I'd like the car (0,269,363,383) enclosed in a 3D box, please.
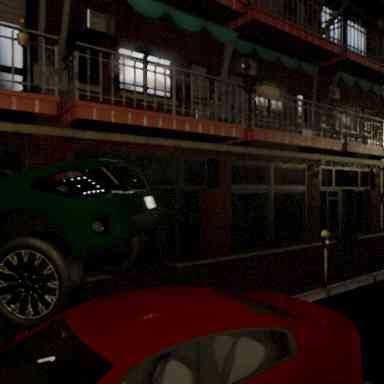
[{"bbox_3d":[-0.480,1.545,2.545,4.507,1.381,1.887,0,0,-36],"label":"car"}]

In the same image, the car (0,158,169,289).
[{"bbox_3d":[-3.159,0.662,4.371,5.566,2.045,2.150,-19,-1,11],"label":"car"}]
